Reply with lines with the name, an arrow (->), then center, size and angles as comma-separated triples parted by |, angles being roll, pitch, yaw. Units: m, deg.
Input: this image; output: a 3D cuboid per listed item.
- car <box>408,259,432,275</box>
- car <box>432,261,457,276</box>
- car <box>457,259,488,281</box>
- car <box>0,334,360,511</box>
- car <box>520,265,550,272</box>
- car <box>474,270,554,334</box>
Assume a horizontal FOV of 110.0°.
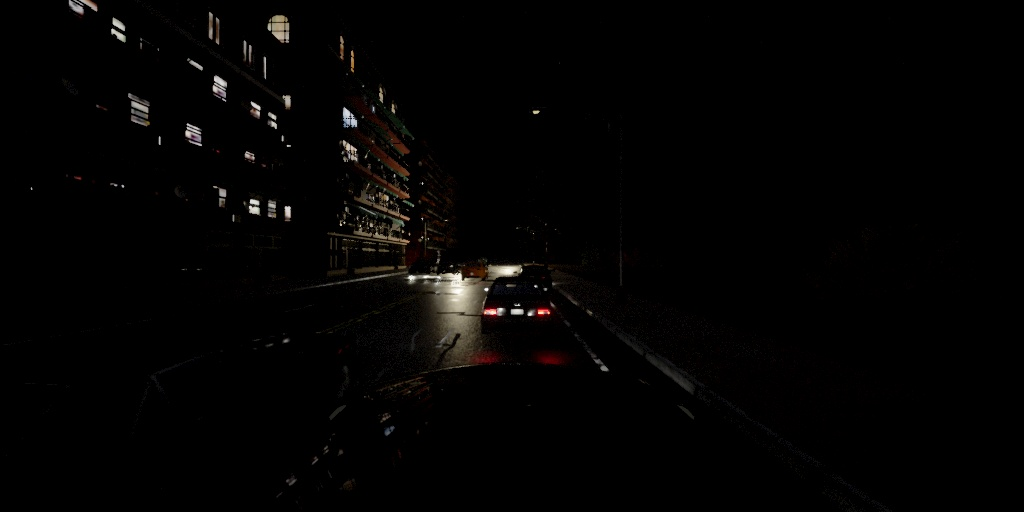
car -> -9.782, 1.103, 39.241 | 2.097, 1.767, 4.553 | 0, 0, 0
car -> -6.537, 1.256, 36.971 | 1.837, 1.490, 4.892 | 0, 0, 0
car -> -3.098, 1.230, 30.384 | 1.882, 1.535, 5.008 | 0, 0, 0
car -> -3.151, 1.351, 3.125 | 1.895, 1.301, 4.718 | 0, 0, 0
car -> 1.171, 1.257, 20.240 | 1.837, 1.490, 4.892 | 0, 0, 0
car -> 0.117, 1.299, 10.551 | 2.033, 1.411, 5.357 | 0, 0, 0
